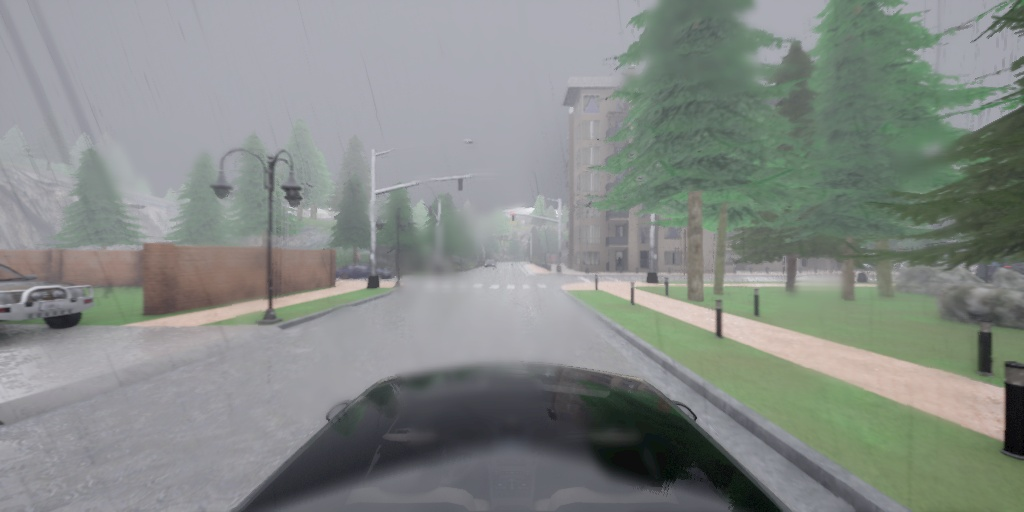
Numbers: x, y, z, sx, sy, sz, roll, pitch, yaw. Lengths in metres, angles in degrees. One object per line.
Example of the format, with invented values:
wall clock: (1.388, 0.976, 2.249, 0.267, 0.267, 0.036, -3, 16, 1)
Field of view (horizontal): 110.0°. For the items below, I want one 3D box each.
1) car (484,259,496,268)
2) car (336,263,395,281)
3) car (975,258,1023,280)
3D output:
car: (-3.629, 1.292, 60.092, 1.837, 1.490, 4.892, 0, 0, 1)
car: (-12.138, 1.347, 29.752, 4.674, 1.442, 1.812, 1, 0, 1)
car: (40.828, 1.109, 28.659, 5.566, 2.045, 2.150, 1, 0, 1)
